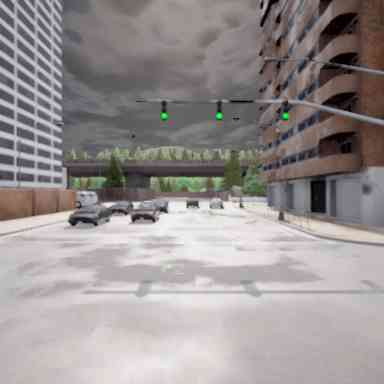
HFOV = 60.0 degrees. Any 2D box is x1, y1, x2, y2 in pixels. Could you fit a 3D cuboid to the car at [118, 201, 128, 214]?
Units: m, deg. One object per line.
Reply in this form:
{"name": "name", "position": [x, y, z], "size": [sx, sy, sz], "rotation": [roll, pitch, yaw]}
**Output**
{"name": "car", "position": [-7.095, 1.585, 34.146], "size": [2.033, 1.411, 5.357], "rotation": [0, 0, 0]}

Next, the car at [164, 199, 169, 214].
{"name": "car", "position": [-3.586, 1.518, 36.941], "size": [1.882, 1.535, 5.008], "rotation": [0, 0, 0]}

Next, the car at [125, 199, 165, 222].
{"name": "car", "position": [-3.604, 1.577, 26.664], "size": [2.033, 1.411, 5.357], "rotation": [0, 0, 0]}

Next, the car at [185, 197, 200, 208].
{"name": "car", "position": [0.091, 1.559, 48.455], "size": [1.837, 1.490, 4.892], "rotation": [0, 0, 0]}

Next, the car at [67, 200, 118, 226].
{"name": "car", "position": [-7.104, 1.574, 23.793], "size": [2.033, 1.411, 5.357], "rotation": [0, 0, 0]}

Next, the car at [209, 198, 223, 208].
{"name": "car", "position": [3.497, 1.577, 48.046], "size": [1.812, 1.442, 4.674], "rotation": [0, 0, 0]}
